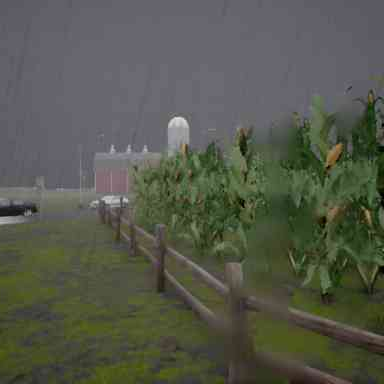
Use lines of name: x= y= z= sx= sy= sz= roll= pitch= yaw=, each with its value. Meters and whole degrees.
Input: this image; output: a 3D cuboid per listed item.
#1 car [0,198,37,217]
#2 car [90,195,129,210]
car: x=-14.407 y=1.245 z=25.288 sx=1.882 sy=1.535 sz=5.008 roll=-1 pitch=0 yaw=32
car: x=-8.604 y=1.098 z=35.109 sx=1.812 sy=1.442 sz=4.674 roll=-1 pitch=1 yaw=29
